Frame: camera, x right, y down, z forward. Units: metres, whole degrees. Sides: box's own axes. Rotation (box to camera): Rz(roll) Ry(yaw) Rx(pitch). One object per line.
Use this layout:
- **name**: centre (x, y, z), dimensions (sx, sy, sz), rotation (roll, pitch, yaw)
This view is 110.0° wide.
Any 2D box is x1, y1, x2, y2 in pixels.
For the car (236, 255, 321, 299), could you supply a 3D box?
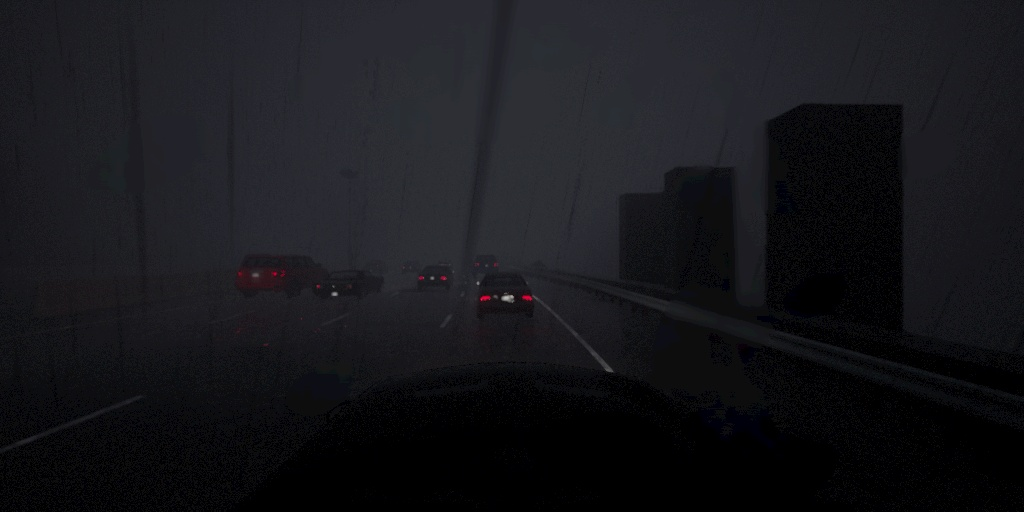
- **car**: centre (-11.257, 0.955, 18.137), dimensions (2.150, 2.045, 5.566), rotation (0, 0, -5)

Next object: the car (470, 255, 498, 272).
- **car**: centre (-2.519, 0.898, 32.403), dimensions (2.150, 2.045, 5.566), rotation (0, 0, -9)

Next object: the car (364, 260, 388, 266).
- **car**: centre (-14.041, 1.183, 37.000), dimensions (2.128, 1.511, 4.902), rotation (0, 0, -11)

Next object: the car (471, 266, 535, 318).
- **car**: centre (-0.310, 1.269, 12.889), dimensions (2.033, 1.411, 5.357), rotation (0, 0, -3)

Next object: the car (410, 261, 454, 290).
- **car**: centre (-4.623, 1.256, 22.046), dimensions (2.033, 1.411, 5.357), rotation (0, 0, -6)

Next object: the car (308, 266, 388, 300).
- **car**: centre (-7.714, 1.328, 17.457), dimensions (1.895, 1.301, 4.718), rotation (0, 0, -5)

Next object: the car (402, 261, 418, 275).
- **car**: centre (-10.813, 1.227, 38.871), dimensions (2.033, 1.411, 5.357), rotation (0, 0, -12)
